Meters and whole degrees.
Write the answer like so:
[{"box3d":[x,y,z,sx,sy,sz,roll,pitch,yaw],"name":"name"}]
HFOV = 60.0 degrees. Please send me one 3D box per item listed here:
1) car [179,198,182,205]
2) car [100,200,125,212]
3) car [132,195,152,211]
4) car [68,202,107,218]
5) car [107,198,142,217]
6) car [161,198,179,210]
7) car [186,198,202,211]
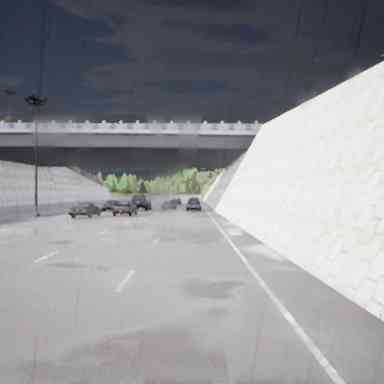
[{"box3d":[-3.172,1.885,68.303,2.128,1.511,4.902,0,0,0],"name":"car"},{"box3d":[-10.253,1.797,43.244,2.033,1.411,5.357,0,0,0],"name":"car"},{"box3d":[-6.816,1.480,44.817,2.150,2.045,5.566,0,0,1],"name":"car"},{"box3d":[-10.292,1.735,32.448,2.033,1.411,5.357,0,0,0],"name":"car"},{"box3d":[-6.852,1.690,34.346,2.128,1.511,4.902,0,0,1],"name":"car"},{"box3d":[-3.239,1.836,47.291,1.994,1.385,4.181,0,0,0],"name":"car"},{"box3d":[0.247,1.817,44.061,1.994,1.385,4.181,0,0,0],"name":"car"}]
